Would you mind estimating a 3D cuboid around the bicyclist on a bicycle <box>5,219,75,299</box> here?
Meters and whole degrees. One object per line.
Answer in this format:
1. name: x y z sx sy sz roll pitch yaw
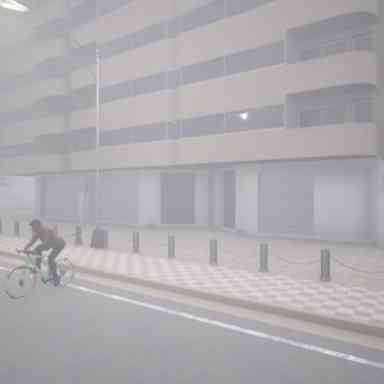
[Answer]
1. bicyclist on a bicycle: -3.305 1.424 7.365 0.582 1.620 1.656 0 0 34
